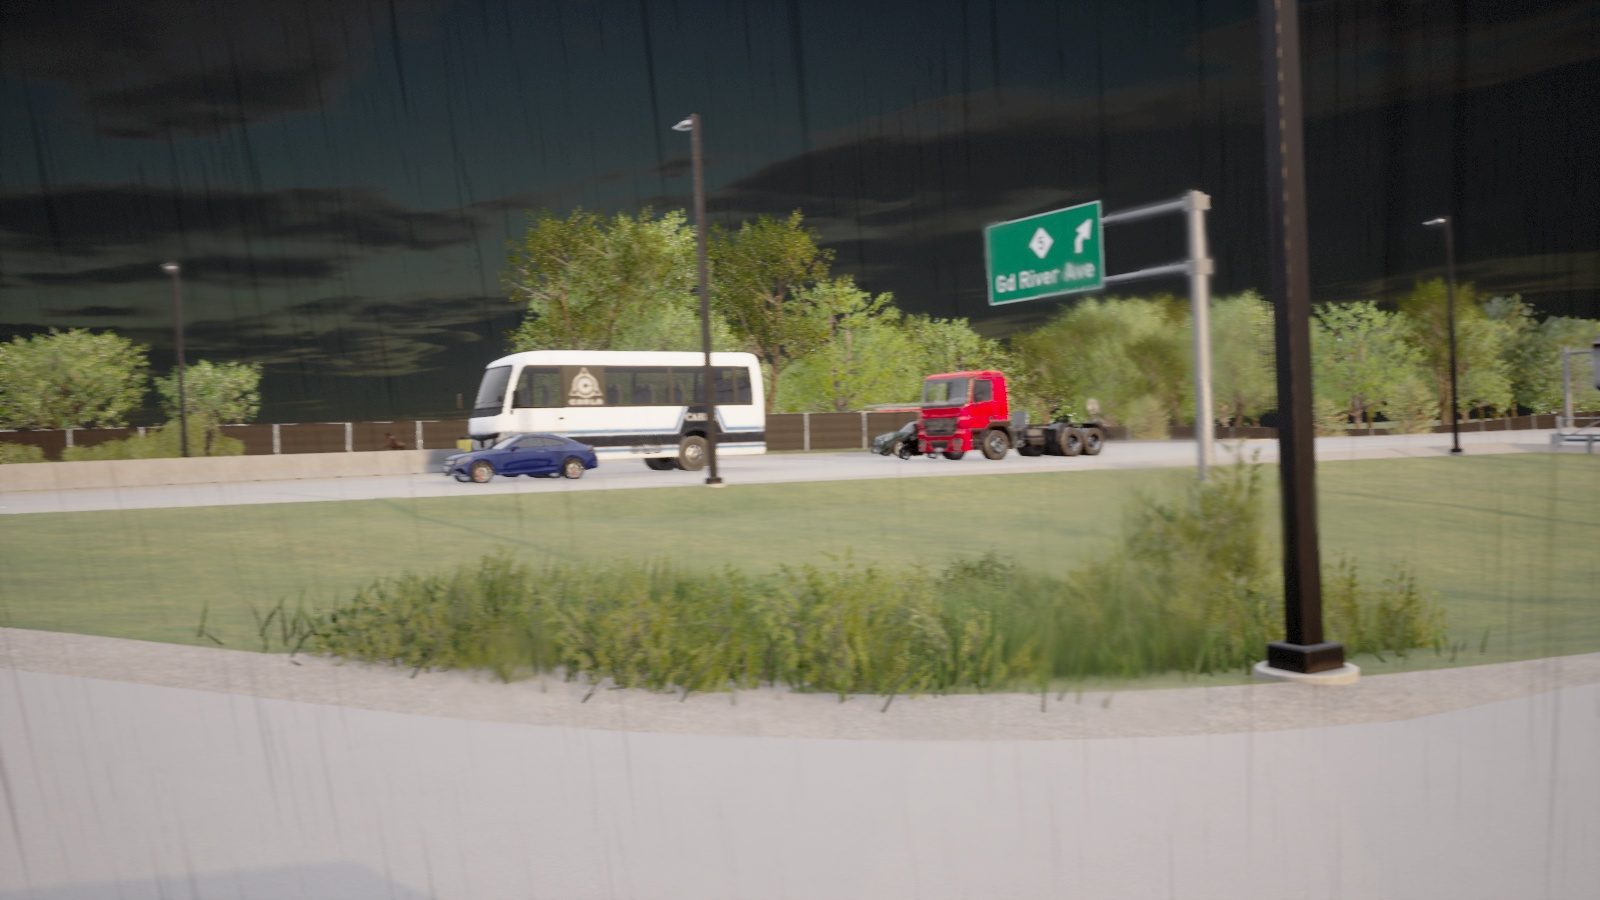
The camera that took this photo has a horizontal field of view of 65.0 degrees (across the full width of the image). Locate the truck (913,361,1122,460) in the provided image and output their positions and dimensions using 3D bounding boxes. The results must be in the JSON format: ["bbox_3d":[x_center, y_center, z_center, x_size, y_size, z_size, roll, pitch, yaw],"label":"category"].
[{"bbox_3d":[8.536,-1.587,48.848,7.936,3.462,2.891,-3,1,-32],"label":"truck"}]

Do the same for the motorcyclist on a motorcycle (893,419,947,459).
[{"bbox_3d":[4.841,-0.446,50.637,2.044,1.523,0.797,-3,1,-32],"label":"motorcyclist on a motorcycle"}]

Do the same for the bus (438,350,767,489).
[{"bbox_3d":[-6.688,-1.127,43.422,10.273,4.253,3.944,-3,1,-32],"label":"bus"}]

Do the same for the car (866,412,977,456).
[{"bbox_3d":[5.598,-0.730,57.969,4.553,1.767,2.097,-3,1,-17],"label":"car"}]

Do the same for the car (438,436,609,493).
[{"bbox_3d":[-8.383,0.419,38.191,4.674,1.442,1.812,-3,1,-32],"label":"car"}]
